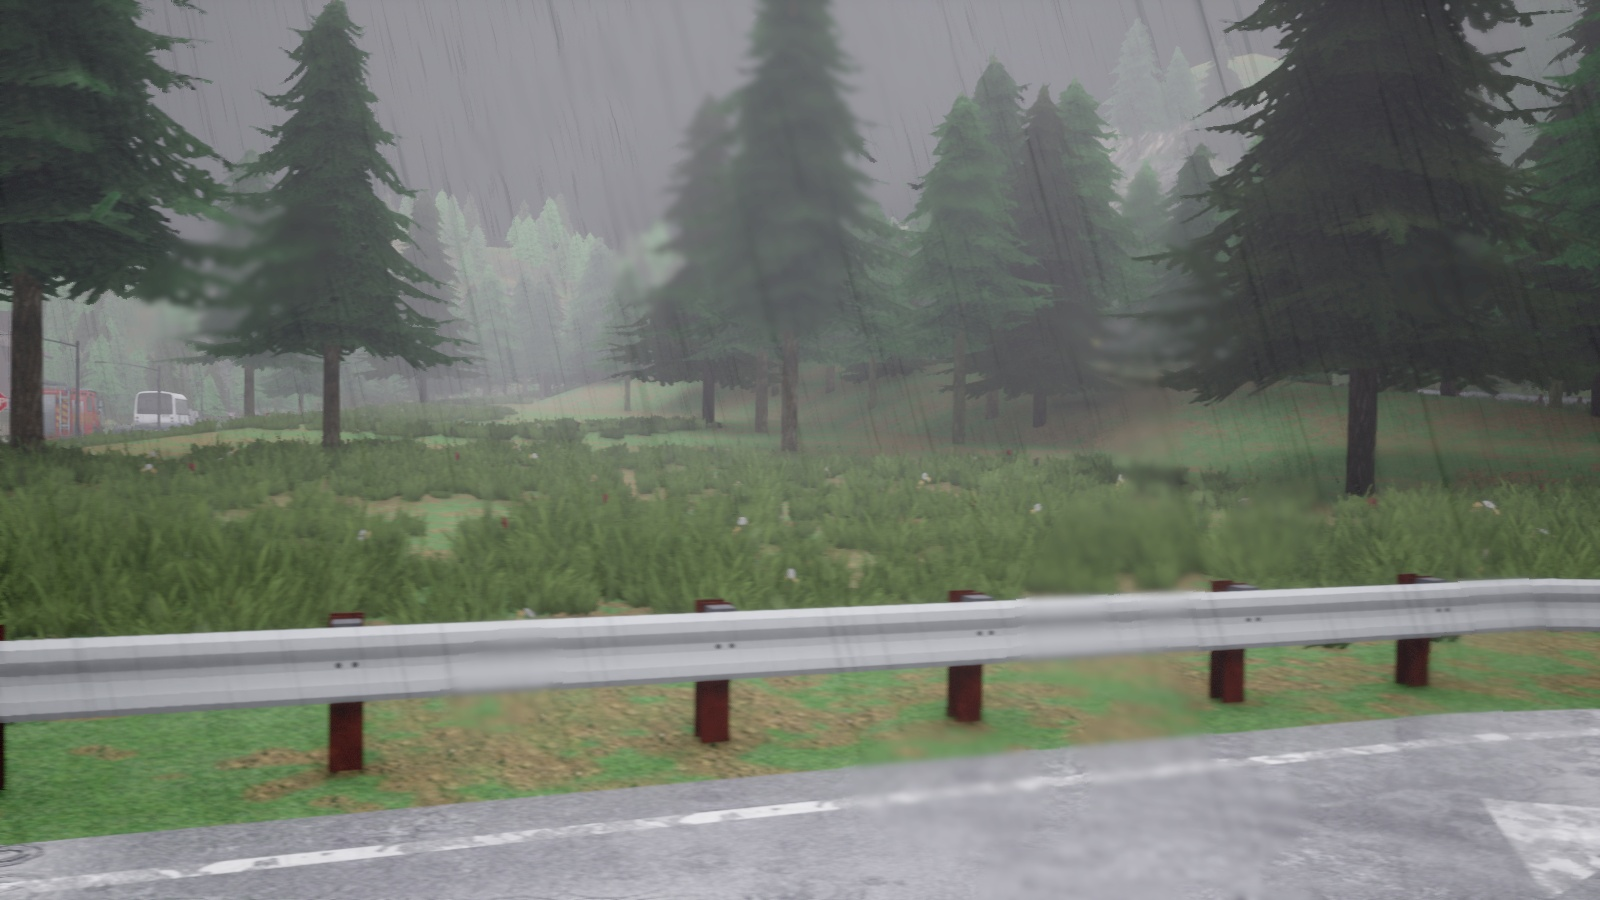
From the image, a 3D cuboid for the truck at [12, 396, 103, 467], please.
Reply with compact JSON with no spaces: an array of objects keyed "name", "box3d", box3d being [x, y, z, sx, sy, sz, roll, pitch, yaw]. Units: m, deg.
[{"name":"truck","box3d":[-42.669,-1.076,72.421,2.891,3.827,8.468,-1,1,-20]}]
